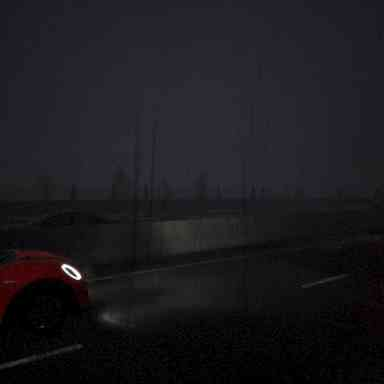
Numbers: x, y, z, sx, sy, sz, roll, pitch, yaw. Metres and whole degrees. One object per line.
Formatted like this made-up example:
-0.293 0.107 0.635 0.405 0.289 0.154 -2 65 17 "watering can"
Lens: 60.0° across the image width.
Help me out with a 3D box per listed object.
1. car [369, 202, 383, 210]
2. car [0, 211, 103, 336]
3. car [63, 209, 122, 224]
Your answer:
18.529 1.495 30.605 4.902 1.511 2.128 0 0 -21 "car"
-4.020 1.351 5.177 4.553 1.767 2.097 0 0 -35 "car"
-5.220 1.478 13.114 5.008 1.535 1.882 0 0 -35 "car"
